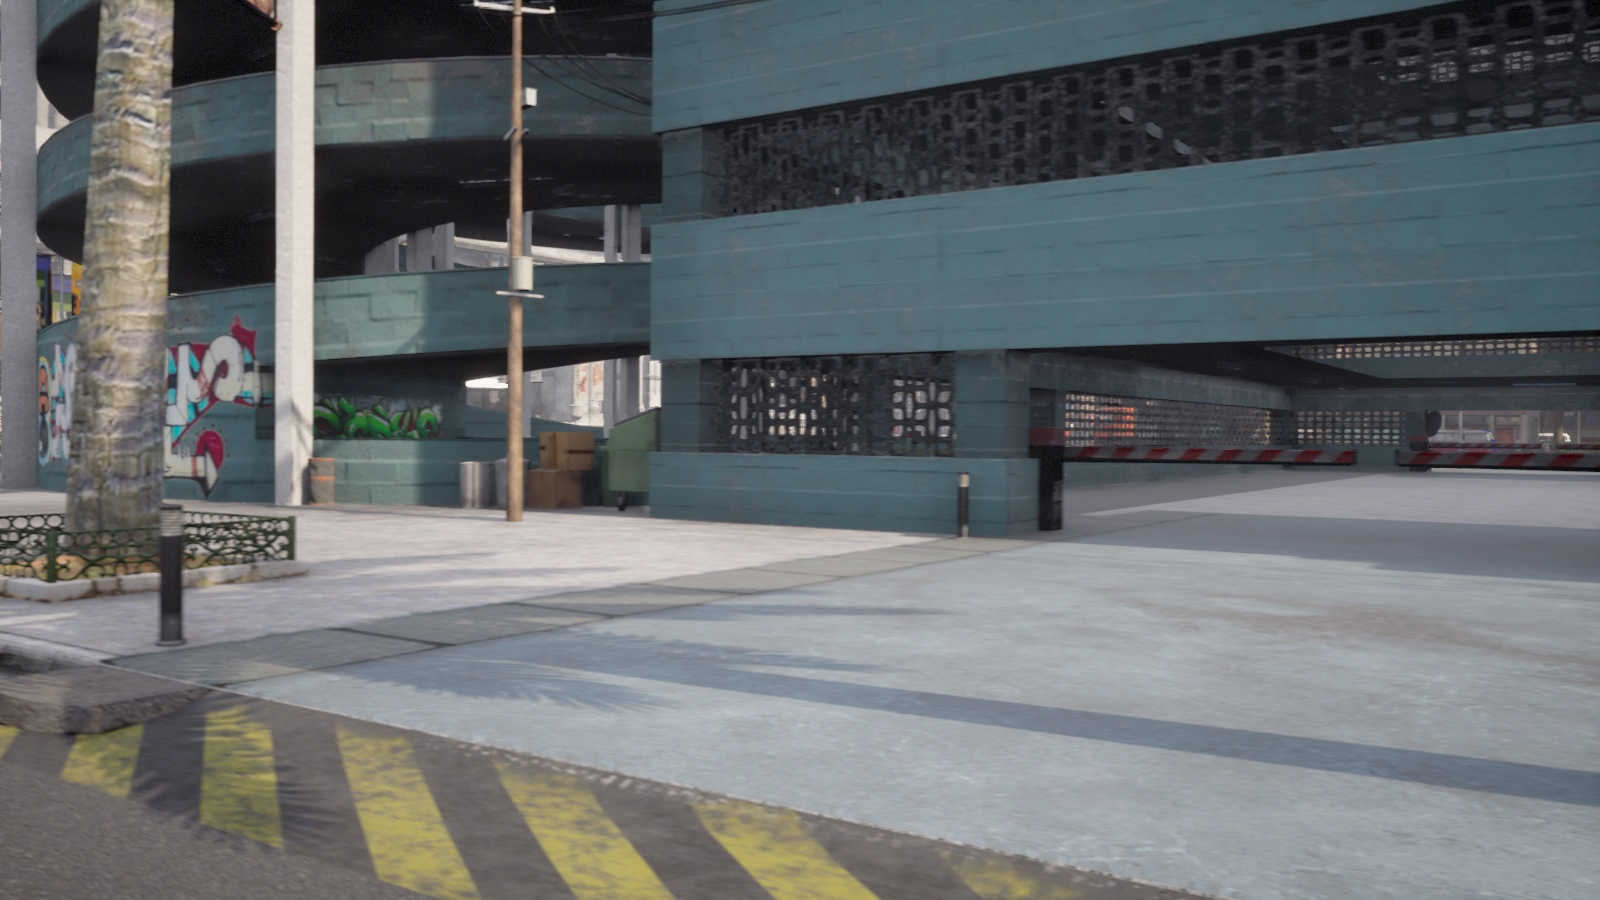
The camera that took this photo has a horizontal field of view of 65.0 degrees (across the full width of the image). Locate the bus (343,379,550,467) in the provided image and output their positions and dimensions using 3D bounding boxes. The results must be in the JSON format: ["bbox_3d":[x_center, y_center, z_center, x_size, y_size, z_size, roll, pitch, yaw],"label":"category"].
[{"bbox_3d":[-18.272,-1.377,65.785,3.944,4.253,10.273,0,1,34],"label":"bus"}]

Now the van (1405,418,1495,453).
[{"bbox_3d":[37.804,-0.856,73.063,4.442,1.987,1.775,0,1,34],"label":"van"}]

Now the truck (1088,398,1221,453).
[{"bbox_3d":[23.306,-1.588,82.697,7.936,3.462,2.891,0,1,34],"label":"truck"}]

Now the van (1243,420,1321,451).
[{"bbox_3d":[31.308,-0.914,81.621,4.442,1.987,1.775,0,1,34],"label":"van"}]
